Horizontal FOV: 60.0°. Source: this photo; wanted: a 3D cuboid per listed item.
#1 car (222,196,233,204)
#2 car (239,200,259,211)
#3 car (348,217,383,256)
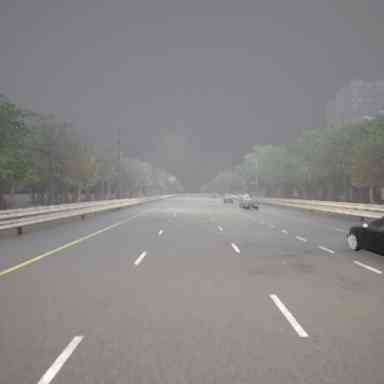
[{"bbox_3d":[7.168,1.585,66.724,1.812,1.442,4.674,0,0,0],"label":"car"},{"bbox_3d":[7.057,1.632,41.783,1.895,1.301,4.718,0,0,0],"label":"car"},{"bbox_3d":[7.005,1.497,10.997,1.882,1.535,5.008,0,0,0],"label":"car"}]
